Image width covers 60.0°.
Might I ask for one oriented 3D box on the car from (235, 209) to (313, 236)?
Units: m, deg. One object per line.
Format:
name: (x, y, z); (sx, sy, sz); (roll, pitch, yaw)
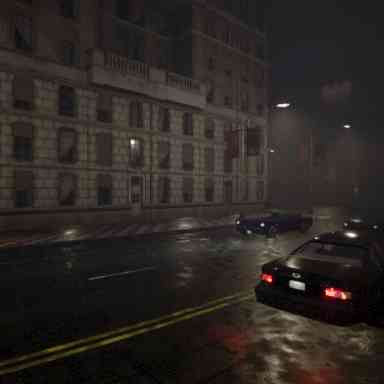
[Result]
car: (4.373, 1.601, 17.424); (4.718, 1.301, 1.895); (0, 0, -42)

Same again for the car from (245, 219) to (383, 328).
car: (3.560, 1.547, 7.035); (5.357, 1.411, 2.033); (0, 0, -42)

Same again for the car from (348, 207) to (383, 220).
car: (10.049, 1.547, 17.839); (5.357, 1.411, 2.033); (0, 0, -42)
